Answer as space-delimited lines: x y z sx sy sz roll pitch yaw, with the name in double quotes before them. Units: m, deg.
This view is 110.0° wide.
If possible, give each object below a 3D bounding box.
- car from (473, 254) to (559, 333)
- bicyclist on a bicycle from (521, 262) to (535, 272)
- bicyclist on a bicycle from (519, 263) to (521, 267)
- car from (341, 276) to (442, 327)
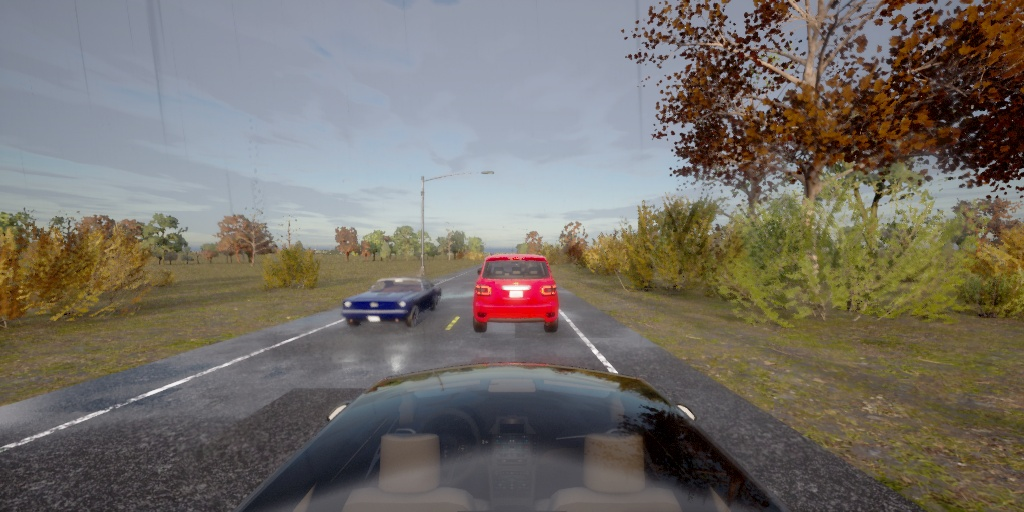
"car" 0.087 0.968 10.915 2.150 2.045 5.566 0 0 0
"bicyclist on a bicycle" 0.935 1.114 18.621 0.659 1.776 1.843 0 0 0
"bicyclist on a bicycle" 0.891 1.111 28.634 0.659 1.776 1.843 0 0 0
"car" -3.612 1.347 11.601 1.895 1.301 4.718 0 0 0
